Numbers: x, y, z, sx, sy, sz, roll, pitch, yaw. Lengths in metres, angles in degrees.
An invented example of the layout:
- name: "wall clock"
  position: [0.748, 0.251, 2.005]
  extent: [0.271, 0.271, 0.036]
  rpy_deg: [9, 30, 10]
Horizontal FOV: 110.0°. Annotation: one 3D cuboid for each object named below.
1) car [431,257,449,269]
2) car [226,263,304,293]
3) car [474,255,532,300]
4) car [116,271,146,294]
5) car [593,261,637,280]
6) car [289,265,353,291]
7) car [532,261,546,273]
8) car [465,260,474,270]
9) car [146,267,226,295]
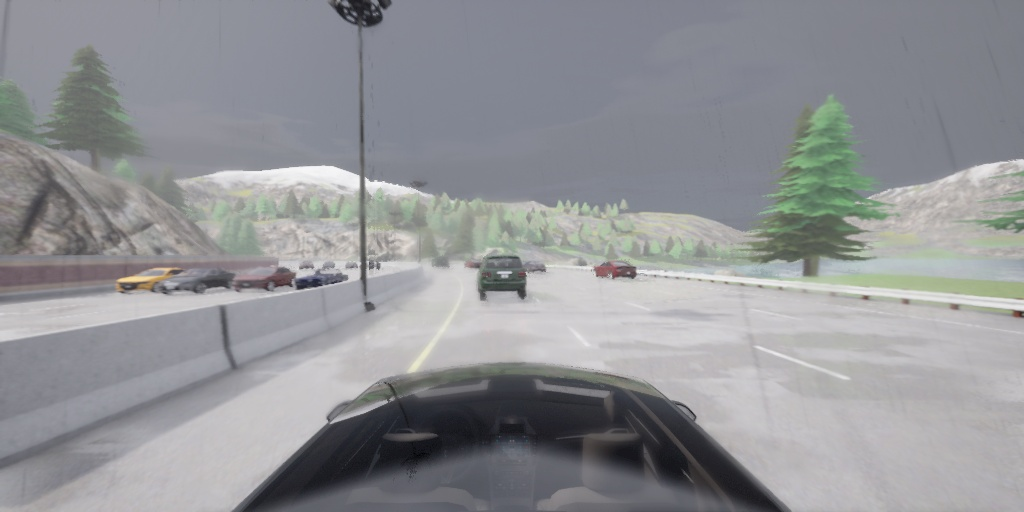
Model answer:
- name: "car"
  position: [-12.798, 1.134, 63.821]
  extent: [2.150, 2.045, 5.566]
  rpy_deg: [0, 0, -25]
- name: "car"
  position: [-15.779, 1.431, 23.253]
  extent: [1.882, 1.535, 5.008]
  rpy_deg: [-1, 0, -9]
- name: "car"
  position: [-0.637, 0.978, 18.151]
  extent: [2.150, 2.045, 5.566]
  rpy_deg: [0, 0, -7]
- name: "car"
  position: [-22.878, 1.522, 23.423]
  extent: [1.882, 1.535, 5.008]
  rpy_deg: [-1, 0, -10]
- name: "car"
  position: [8.318, 1.120, 29.460]
  extent: [1.882, 1.535, 5.008]
  rpy_deg: [0, 0, -10]
- name: "car"
  position: [-12.227, 1.508, 23.299]
  extent: [1.895, 1.301, 4.718]
  rpy_deg: [-1, 0, -9]
- name: "car"
  position: [2.335, 1.267, 42.244]
  extent: [2.033, 1.411, 5.357]
  rpy_deg: [-1, 0, -17]
- name: "car"
  position: [-6.119, 1.306, 56.459]
  extent: [1.882, 1.535, 5.008]
  rpy_deg: [0, 0, -21]
- name: "car"
  position: [-19.150, 1.489, 22.145]
  extent: [2.128, 1.511, 4.902]
  rpy_deg: [-1, 0, -9]
